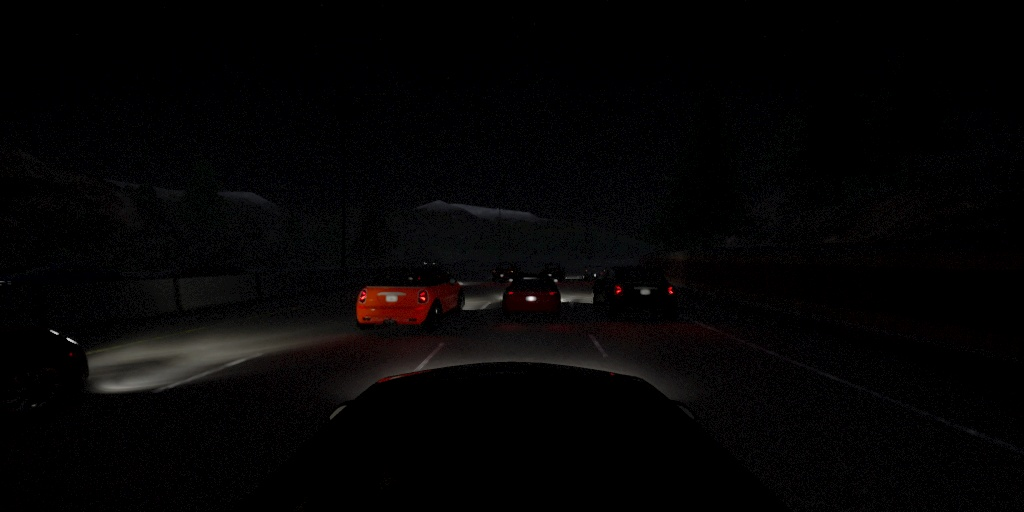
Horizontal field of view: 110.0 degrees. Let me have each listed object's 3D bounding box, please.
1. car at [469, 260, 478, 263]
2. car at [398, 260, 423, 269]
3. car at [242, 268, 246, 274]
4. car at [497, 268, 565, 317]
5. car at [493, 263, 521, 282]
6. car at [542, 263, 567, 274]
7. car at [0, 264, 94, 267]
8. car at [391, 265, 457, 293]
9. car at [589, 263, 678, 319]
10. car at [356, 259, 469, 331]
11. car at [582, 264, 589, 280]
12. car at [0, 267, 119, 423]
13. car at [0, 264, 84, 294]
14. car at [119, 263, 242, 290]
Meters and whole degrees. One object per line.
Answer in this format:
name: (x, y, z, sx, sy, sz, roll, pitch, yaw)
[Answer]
car: (-6.411, 1.366, 57.755, 1.994, 1.385, 4.181, 0, 0, 22)
car: (-16.883, 1.338, 59.840, 1.994, 1.385, 4.181, 0, 0, 21)
car: (-19.440, 1.210, 22.680, 2.128, 1.511, 4.902, 0, 0, 8)
car: (0.781, 1.331, 13.402, 1.994, 1.385, 4.181, 0, 0, 5)
car: (-0.293, 1.311, 29.492, 1.812, 1.442, 4.674, 0, 0, 12)
car: (3.502, 1.324, 30.476, 1.812, 1.442, 4.674, 0, 0, 13)
car: (-23.498, 1.178, 18.510, 1.882, 1.535, 5.008, 0, 0, 7)
car: (-5.223, 1.308, 22.196, 2.033, 1.411, 5.357, 0, 0, 9)
car: (4.268, 1.130, 13.119, 2.097, 1.767, 4.553, 0, 0, 5)
car: (-2.904, 1.106, 11.226, 2.097, 1.767, 4.553, 0, 0, 4)
car: (7.283, 1.336, 31.331, 1.812, 1.442, 4.674, 0, 0, 13)
car: (-6.782, 1.083, 2.912, 2.097, 1.767, 4.553, 0, 0, 1)
car: (-26.933, 1.196, 19.227, 1.837, 1.490, 4.892, 0, 0, 7)
car: (-16.529, 1.247, 17.967, 1.812, 1.442, 4.674, 0, 0, 7)
